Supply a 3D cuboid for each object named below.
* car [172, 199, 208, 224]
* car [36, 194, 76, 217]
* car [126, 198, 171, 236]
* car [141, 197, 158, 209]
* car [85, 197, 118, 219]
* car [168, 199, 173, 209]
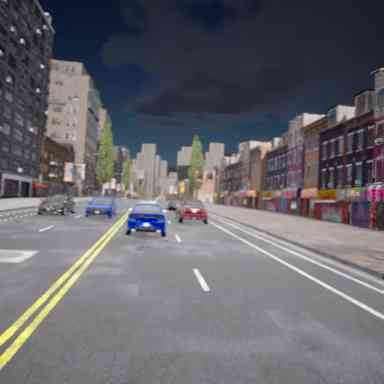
[{"bbox_3d":[-0.093,1.339,25.480,2.097,1.767,4.553,3,0,-7],"label":"car"},{"bbox_3d":[-10.000,0.939,24.862,1.837,1.490,4.892,3,0,-7],"label":"car"},{"bbox_3d":[-2.389,1.337,17.751,1.882,1.535,5.008,3,0,-7],"label":"car"},{"bbox_3d":[-5.372,1.376,41.902,1.895,1.301,4.718,3,-1,-7],"label":"car"},{"bbox_3d":[-6.777,1.092,25.247,1.882,1.535,5.008,3,0,-7],"label":"car"},{"bbox_3d":[-1.802,1.510,38.929,1.994,1.385,4.181,3,0,-6],"label":"car"}]
